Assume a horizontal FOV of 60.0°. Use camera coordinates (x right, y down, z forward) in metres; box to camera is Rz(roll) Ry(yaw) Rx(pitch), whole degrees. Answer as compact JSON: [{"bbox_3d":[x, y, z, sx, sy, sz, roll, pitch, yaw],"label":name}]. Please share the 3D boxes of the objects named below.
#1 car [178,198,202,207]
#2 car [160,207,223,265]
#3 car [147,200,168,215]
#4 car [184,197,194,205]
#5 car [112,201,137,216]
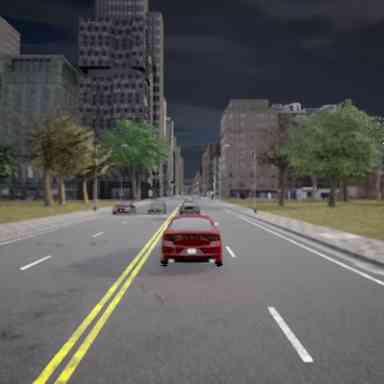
[{"bbox_3d":[-0.208,1.613,30.131,1.837,1.490,4.892,0,0,-1],"label":"car"},{"bbox_3d":[-0.029,1.516,11.813,1.882,1.535,5.008,0,0,-1],"label":"car"},{"bbox_3d":[-3.708,1.625,36.024,1.837,1.490,4.892,0,0,0],"label":"car"},{"bbox_3d":[-0.578,1.802,66.380,1.812,1.442,4.674,0,0,-1],"label":"car"},{"bbox_3d":[-6.943,1.664,34.427,1.994,1.385,4.181,0,0,0],"label":"car"}]
